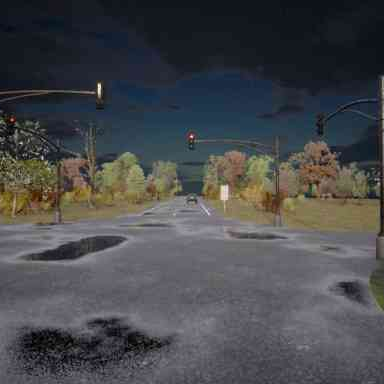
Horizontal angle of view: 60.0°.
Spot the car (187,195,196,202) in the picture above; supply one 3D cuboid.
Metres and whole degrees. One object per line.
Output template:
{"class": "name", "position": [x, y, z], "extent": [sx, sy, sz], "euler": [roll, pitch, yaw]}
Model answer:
{"class": "car", "position": [-0.011, 1.465, 78.038], "extent": [2.033, 1.411, 5.357], "euler": [0, 0, 0]}

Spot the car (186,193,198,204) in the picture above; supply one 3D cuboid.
{"class": "car", "position": [-0.009, 1.293, 67.647], "extent": [2.150, 2.045, 5.566], "euler": [0, 0, 0]}
